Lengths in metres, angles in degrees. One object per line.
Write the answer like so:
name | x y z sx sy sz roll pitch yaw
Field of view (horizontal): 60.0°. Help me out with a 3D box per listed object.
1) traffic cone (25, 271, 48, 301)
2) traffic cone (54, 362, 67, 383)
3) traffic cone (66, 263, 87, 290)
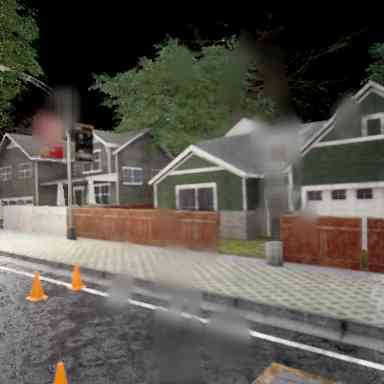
traffic cone | -3.377 2.012 7.239 0.340 0.580 0.340 0 0 36
traffic cone | -1.299 1.980 3.279 0.340 0.580 0.340 0 0 36
traffic cone | -2.793 2.015 8.047 0.340 0.580 0.340 0 0 36
